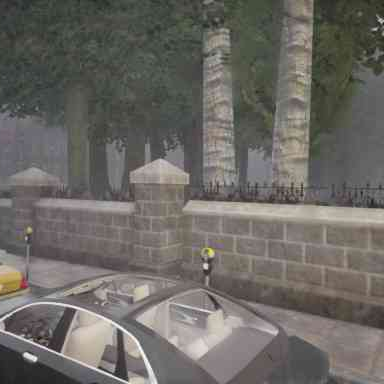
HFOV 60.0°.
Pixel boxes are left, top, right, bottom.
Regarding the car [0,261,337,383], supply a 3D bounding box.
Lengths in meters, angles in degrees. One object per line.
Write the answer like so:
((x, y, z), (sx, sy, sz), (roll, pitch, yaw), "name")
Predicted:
((-0.871, 1.550, 3.416), (4.403, 1.369, 2.008), (0, 1, 36), "car")
